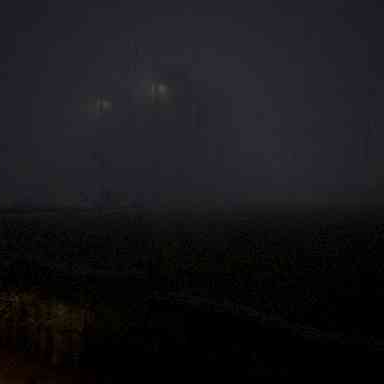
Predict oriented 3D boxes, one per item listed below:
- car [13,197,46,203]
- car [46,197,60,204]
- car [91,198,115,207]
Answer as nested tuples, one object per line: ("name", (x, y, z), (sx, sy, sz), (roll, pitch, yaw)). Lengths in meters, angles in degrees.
("car", (-28.595, 1.762, 57.879), (2.242, 1.667, 4.611), (0, 0, 39))
("car", (-29.042, 1.839, 68.059), (4.902, 1.511, 2.128), (0, 0, 38))
("car", (-15.441, 1.708, 57.430), (5.008, 1.535, 1.882), (0, 0, 39))
